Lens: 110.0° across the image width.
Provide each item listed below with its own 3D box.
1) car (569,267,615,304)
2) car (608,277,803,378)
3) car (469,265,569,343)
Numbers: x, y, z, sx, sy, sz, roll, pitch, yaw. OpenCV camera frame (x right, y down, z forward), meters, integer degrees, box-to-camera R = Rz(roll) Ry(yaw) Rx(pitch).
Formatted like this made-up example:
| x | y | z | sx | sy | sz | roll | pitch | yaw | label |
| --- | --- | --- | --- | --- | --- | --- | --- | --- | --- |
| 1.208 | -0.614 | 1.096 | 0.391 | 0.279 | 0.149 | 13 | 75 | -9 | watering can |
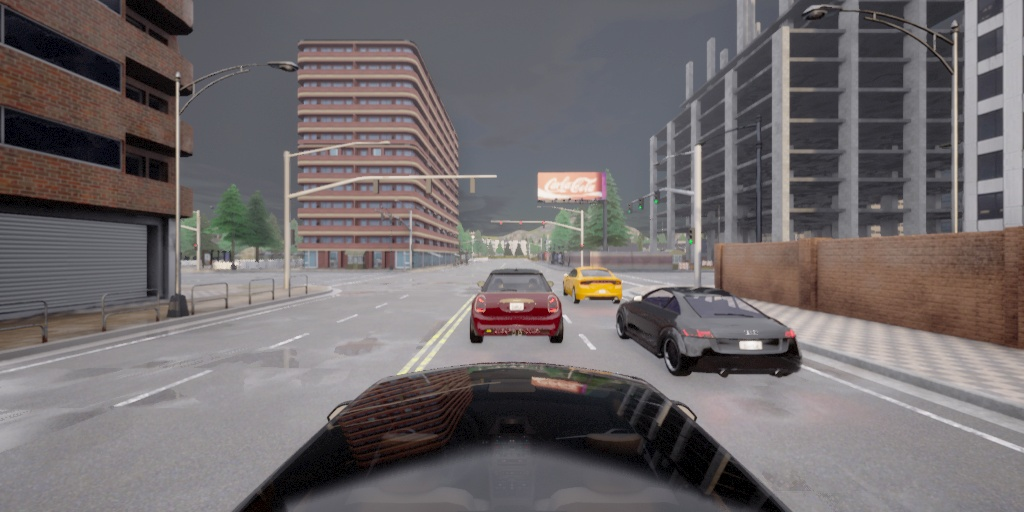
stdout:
| x | y | z | sx | sy | sz | roll | pitch | yaw | label |
| --- | --- | --- | --- | --- | --- | --- | --- | --- | --- |
| 3.498 | 1.222 | 16.343 | 1.882 | 1.535 | 5.008 | 0 | 0 | 0 | car |
| 3.598 | 1.312 | 7.410 | 1.994 | 1.385 | 4.181 | 0 | 0 | 0 | car |
| 0.100 | 1.099 | 9.814 | 2.097 | 1.767 | 4.553 | 0 | 0 | 0 | car |
